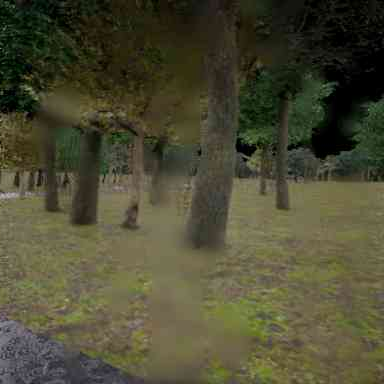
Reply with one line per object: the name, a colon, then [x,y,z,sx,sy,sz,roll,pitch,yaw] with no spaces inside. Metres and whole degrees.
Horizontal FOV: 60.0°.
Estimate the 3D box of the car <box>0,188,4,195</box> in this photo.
car: [-46.494,-0.275,77.508,2.097,1.767,4.553,4,4,35]
